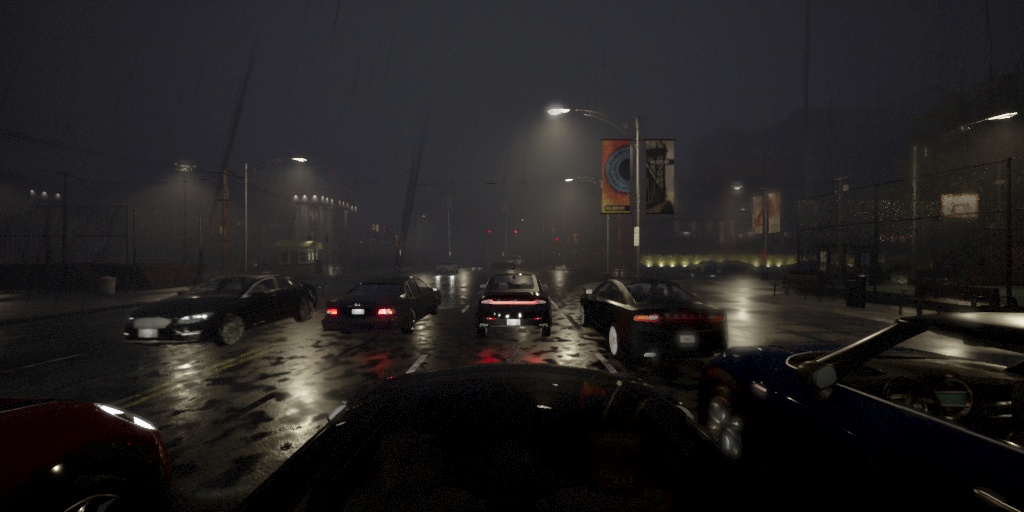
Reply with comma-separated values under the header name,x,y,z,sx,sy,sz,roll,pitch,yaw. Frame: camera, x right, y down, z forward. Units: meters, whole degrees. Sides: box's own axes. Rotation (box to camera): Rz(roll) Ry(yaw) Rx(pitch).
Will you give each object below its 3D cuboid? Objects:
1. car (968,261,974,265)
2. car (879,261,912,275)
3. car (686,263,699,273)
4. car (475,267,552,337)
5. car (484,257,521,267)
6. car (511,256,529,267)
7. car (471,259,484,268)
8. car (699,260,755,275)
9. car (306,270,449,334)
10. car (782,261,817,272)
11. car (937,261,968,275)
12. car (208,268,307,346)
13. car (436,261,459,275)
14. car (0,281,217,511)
name,x,y,z,sx,sy,sz,roll,pitch,yaw
car,45.200,1.297,32.269,5.357,1.411,2.033,0,0,-1
car,40.790,1.297,39.268,5.357,1.411,2.033,0,0,0
car,23.232,1.276,42.645,4.674,1.442,1.812,0,0,-1
car,0.056,1.242,10.302,2.128,1.511,4.902,0,0,0
car,-1.312,1.241,47.867,2.128,1.511,4.902,0,0,-31
car,0.918,0.971,60.836,2.150,2.045,5.566,-1,0,10
car,-5.544,1.297,63.594,2.033,1.411,5.357,0,0,15
car,23.740,1.227,39.168,5.008,1.535,1.882,0,0,0
car,-3.442,1.297,10.566,2.033,1.411,5.357,0,0,0
car,34.917,1.275,42.751,4.674,1.442,1.812,0,0,0
car,45.168,1.241,35.769,4.902,1.511,2.128,0,0,-1
car,-7.102,1.241,9.445,2.128,1.511,4.902,0,0,0
car,-7.086,1.275,39.469,1.812,1.442,4.674,0,0,0
car,-3.403,1.102,0.561,2.097,1.767,4.553,0,0,0
